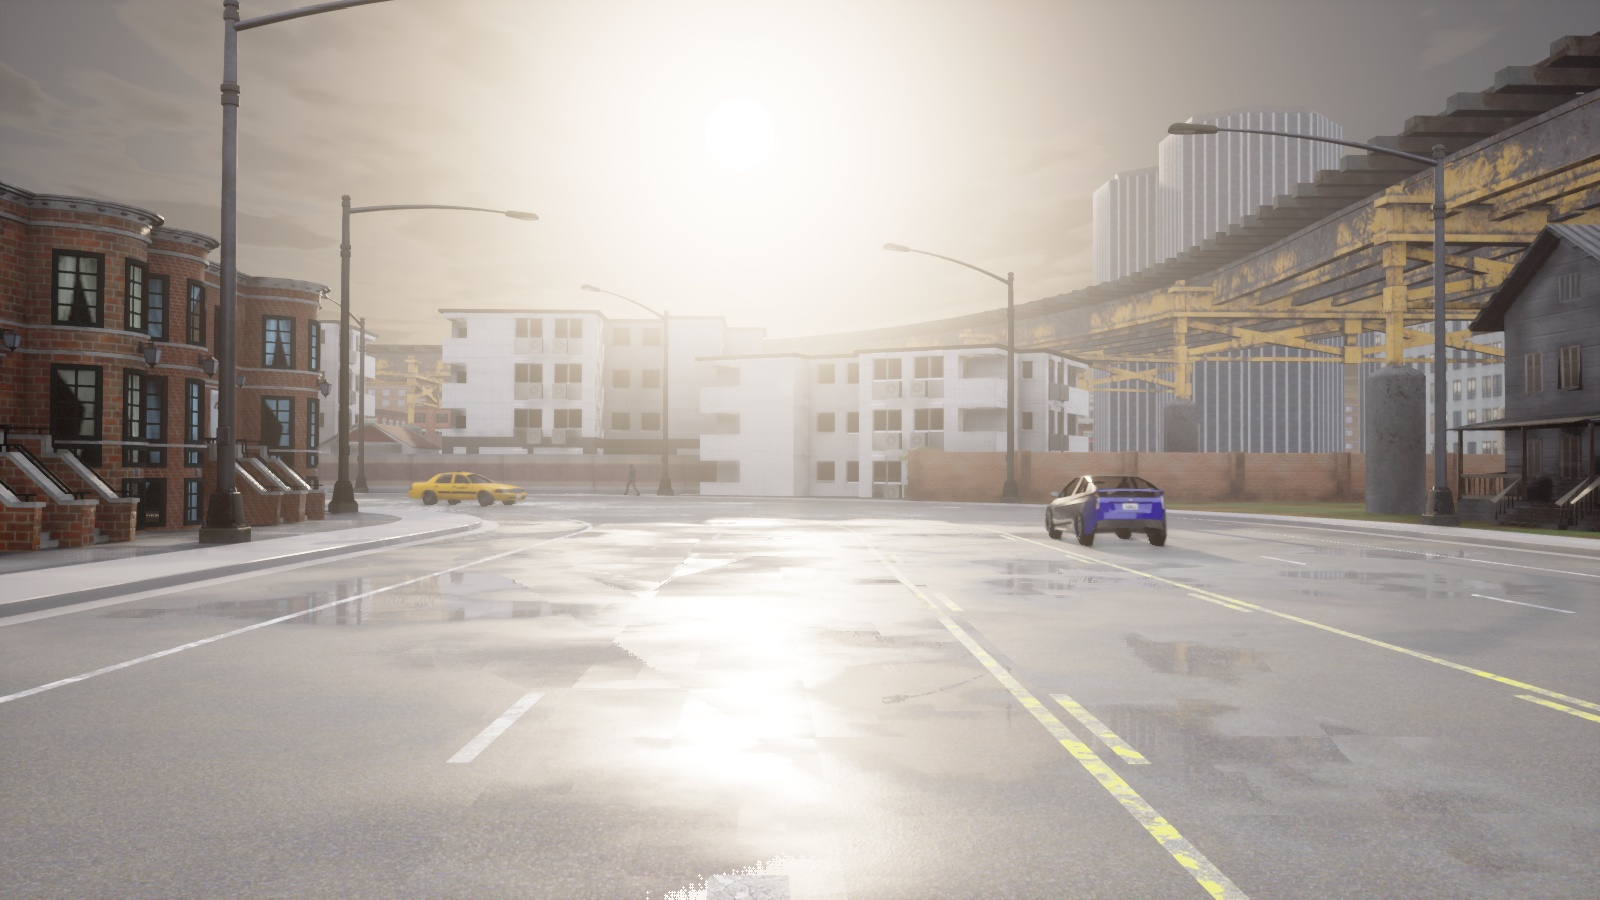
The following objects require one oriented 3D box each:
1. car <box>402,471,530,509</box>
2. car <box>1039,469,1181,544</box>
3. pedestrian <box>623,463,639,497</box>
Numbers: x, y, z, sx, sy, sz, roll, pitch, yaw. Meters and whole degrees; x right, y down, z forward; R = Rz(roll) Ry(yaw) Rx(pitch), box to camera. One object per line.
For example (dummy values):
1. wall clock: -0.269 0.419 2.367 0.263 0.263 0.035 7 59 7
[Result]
1. car: -14.353 1.715 53.941 5.366 1.575 1.801 -1 -1 24
2. car: 6.796 1.205 28.083 2.007 1.525 4.514 0 -1 -1
3. pedestrian: -9.201 1.652 68.395 0.726 1.835 0.370 -1 -1 22
